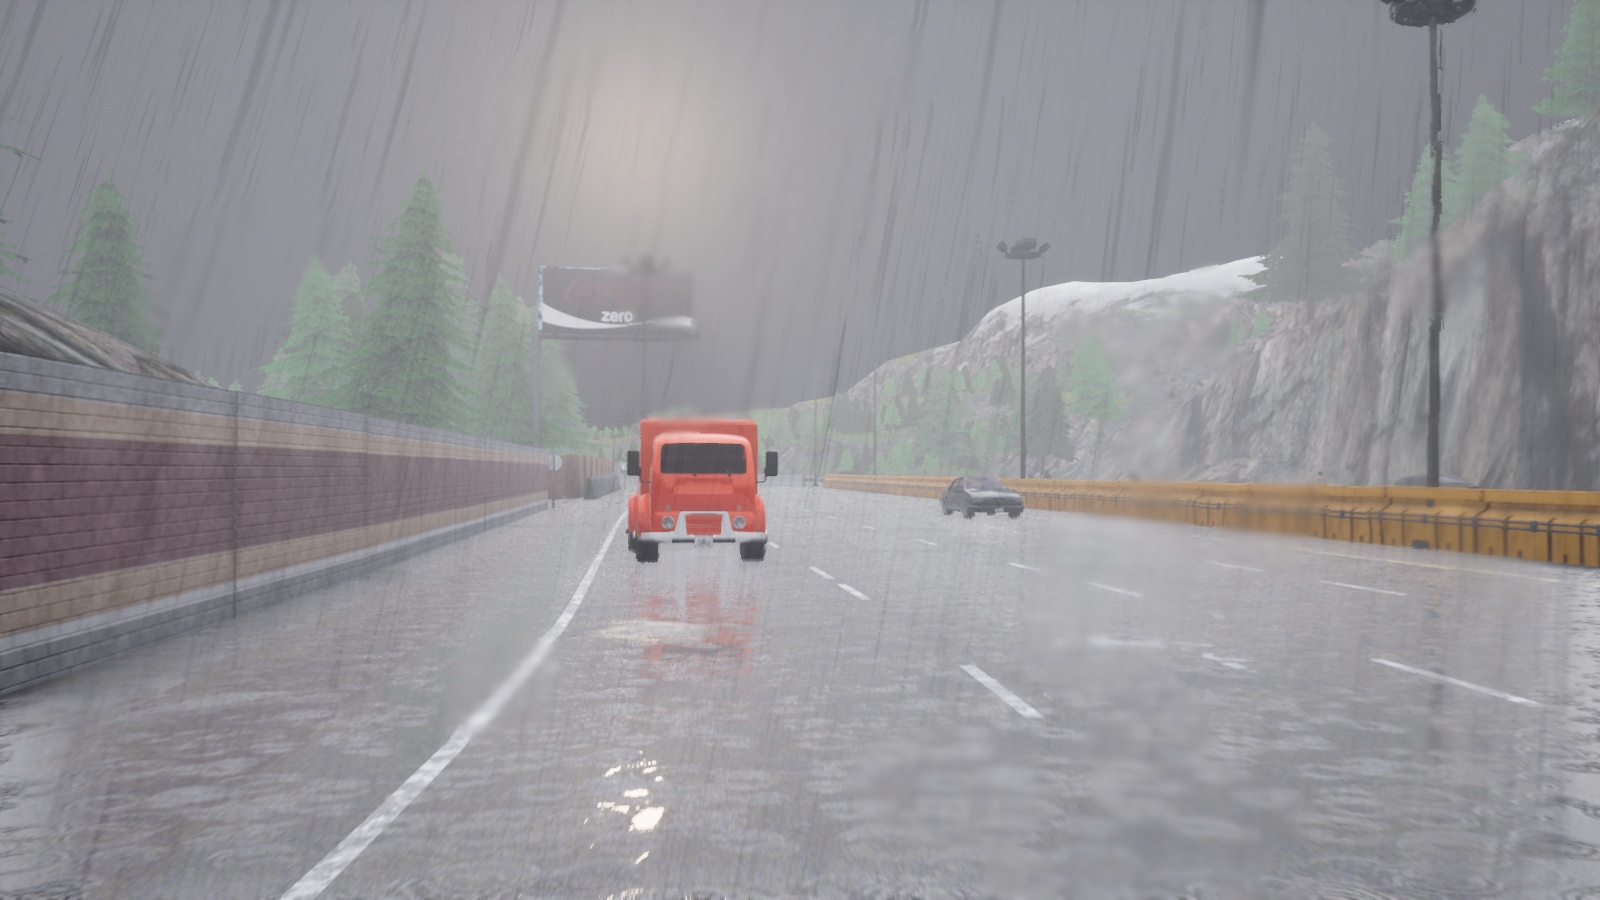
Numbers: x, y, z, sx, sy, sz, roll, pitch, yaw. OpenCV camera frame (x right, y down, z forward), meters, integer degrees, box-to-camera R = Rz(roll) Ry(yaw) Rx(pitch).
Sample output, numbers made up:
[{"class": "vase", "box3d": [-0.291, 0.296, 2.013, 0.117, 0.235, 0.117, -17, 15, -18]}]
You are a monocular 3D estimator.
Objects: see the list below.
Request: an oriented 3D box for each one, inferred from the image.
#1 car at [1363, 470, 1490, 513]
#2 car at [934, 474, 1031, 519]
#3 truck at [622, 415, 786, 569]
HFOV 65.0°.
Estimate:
[{"class": "car", "box3d": [23.360, 1.506, 47.071, 1.837, 1.490, 4.892, -1, -1, -7]}, {"class": "car", "box3d": [6.221, 1.563, 43.475, 2.033, 1.411, 5.357, 0, -1, -6]}, {"class": "truck", "box3d": [-1.862, 0.723, 22.844, 2.627, 2.467, 5.204, 0, -1, -7]}]
